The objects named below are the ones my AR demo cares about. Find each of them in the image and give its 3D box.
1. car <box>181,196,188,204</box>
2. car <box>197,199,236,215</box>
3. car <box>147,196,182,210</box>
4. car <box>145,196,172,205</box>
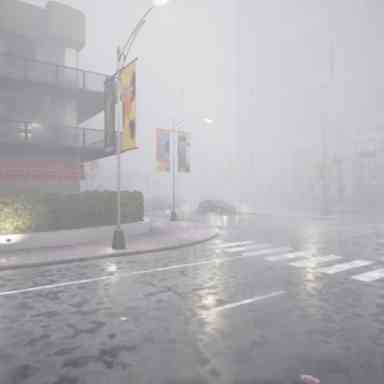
[{"bbox_3d":[-2.419,1.522,62.047,2.033,1.411,5.357,0,0,-19],"label":"car"},{"bbox_3d":[2.451,1.489,33.846,1.837,1.490,4.892,0,0,-35],"label":"car"},{"bbox_3d":[-3.557,1.547,42.449,1.994,1.385,4.181,0,0,-35],"label":"car"},{"bbox_3d":[-6.023,1.470,59.267,4.902,1.511,2.128,0,0,42],"label":"car"}]
